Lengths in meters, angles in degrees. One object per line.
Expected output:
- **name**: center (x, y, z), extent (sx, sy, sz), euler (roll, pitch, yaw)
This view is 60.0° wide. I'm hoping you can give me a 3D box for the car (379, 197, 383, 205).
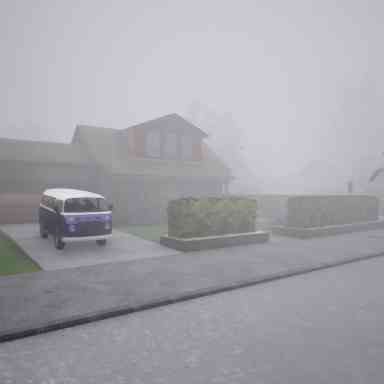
- **car**: center (24.676, 0.985, 41.440), extent (3.866, 1.878, 1.905), euler (0, 0, 0)
